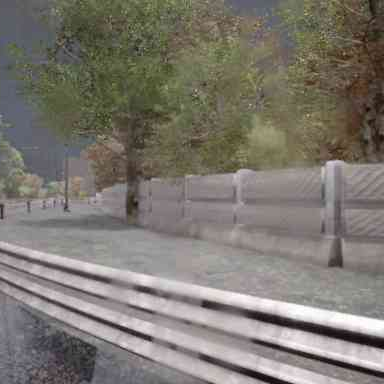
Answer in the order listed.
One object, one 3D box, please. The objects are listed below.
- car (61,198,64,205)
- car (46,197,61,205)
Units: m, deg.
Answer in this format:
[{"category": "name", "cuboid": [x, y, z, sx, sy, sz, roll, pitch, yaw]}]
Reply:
[{"category": "car", "cuboid": [-30.794, 2.001, 76.889, 2.097, 1.767, 4.553, 1, -1, -14]}, {"category": "car", "cuboid": [-28.235, 1.863, 66.928, 1.882, 1.535, 5.008, 1, -1, -14]}]
